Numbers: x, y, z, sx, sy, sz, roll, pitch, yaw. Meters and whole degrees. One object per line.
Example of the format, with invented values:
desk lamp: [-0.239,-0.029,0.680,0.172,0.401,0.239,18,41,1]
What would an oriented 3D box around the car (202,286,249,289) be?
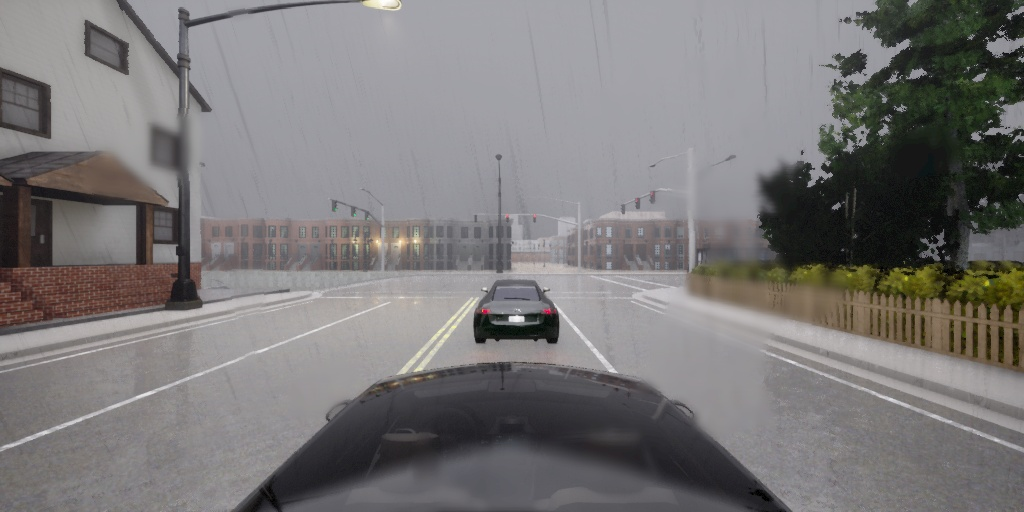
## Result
car: [-22.438,3.308,26.907,5.566,2.045,2.150,-13,1,-1]

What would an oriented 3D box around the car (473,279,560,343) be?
car: [0.099,1.314,9.657,1.994,1.385,4.181,0,0,0]
